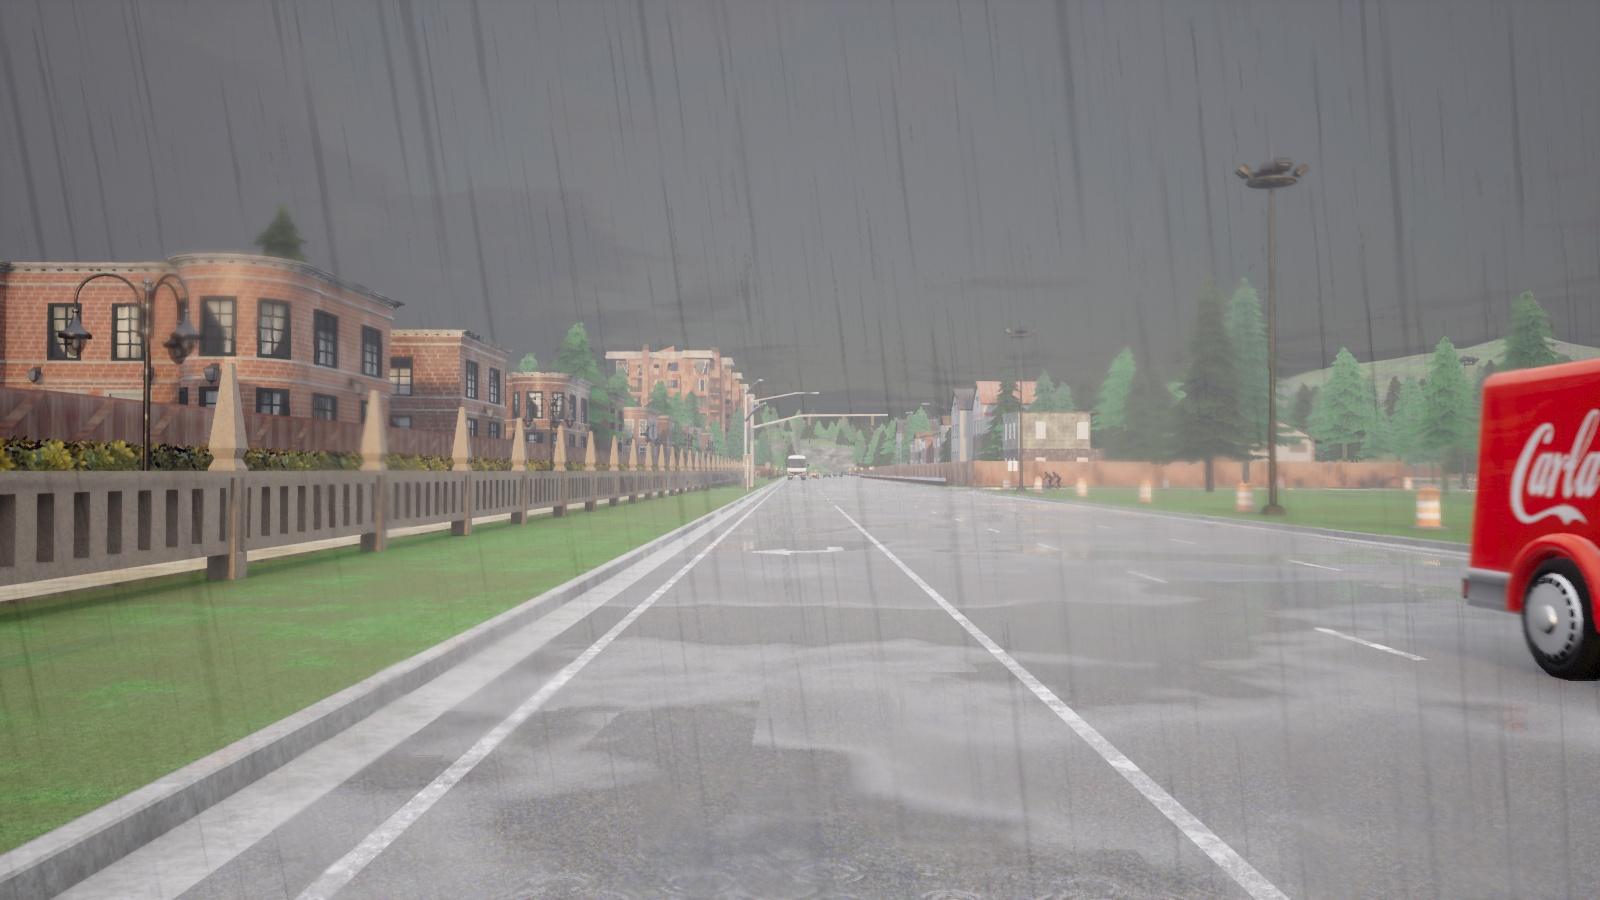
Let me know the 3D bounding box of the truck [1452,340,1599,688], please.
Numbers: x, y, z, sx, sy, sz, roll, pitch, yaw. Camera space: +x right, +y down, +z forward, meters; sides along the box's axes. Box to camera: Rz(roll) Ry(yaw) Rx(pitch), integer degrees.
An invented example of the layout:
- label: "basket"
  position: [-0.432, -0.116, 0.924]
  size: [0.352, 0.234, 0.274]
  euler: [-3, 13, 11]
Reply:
- label: "truck"
  position: [6.978, 0.438, 8.274]
  size: [2.627, 2.467, 5.204]
  euler: [0, -1, 0]
